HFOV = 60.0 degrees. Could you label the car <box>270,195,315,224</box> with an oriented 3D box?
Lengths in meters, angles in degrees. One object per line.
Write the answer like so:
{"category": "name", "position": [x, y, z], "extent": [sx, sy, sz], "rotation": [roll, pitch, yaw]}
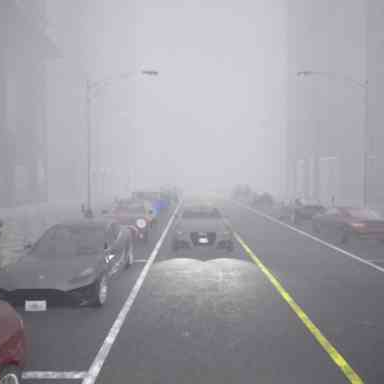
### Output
{"category": "car", "position": [6.075, 0.944, 18.624], "extent": [2.008, 1.369, 4.403], "rotation": [0, 2, 0]}

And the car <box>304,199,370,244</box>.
{"category": "car", "position": [6.086, 1.158, 12.992], "extent": [1.802, 1.307, 4.206], "rotation": [0, 2, 0]}

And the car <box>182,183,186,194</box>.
{"category": "car", "position": [-2.529, -0.326, 58.027], "extent": [1.887, 1.381, 4.507], "rotation": [0, 2, 0]}

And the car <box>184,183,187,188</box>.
{"category": "car", "position": [-2.551, -0.659, 69.295], "extent": [1.947, 1.339, 4.313], "rotation": [0, 2, 0]}

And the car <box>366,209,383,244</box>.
{"category": "car", "position": [6.098, 1.310, 7.358], "extent": [2.008, 1.369, 4.403], "rotation": [0, 2, 0]}

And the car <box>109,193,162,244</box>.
{"category": "car", "position": [-2.439, 1.011, 12.954], "extent": [1.967, 1.590, 4.097], "rotation": [0, 2, 0]}

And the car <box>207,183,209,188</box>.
{"category": "car", "position": [5.929, -1.375, 91.858], "extent": [2.008, 1.369, 4.403], "rotation": [0, 2, 0]}

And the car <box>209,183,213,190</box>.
{"category": "car", "position": [5.951, -1.133, 80.588], "extent": [1.967, 1.590, 4.097], "rotation": [0, 2, 0]}

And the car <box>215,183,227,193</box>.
{"category": "car", "position": [5.985, -0.523, 63.860], "extent": [1.752, 1.417, 4.829], "rotation": [0, 2, 0]}

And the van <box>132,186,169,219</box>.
{"category": "van", "position": [-2.450, 0.730, 18.585], "extent": [1.690, 1.788, 3.998], "rotation": [0, 2, 0]}

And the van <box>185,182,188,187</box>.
{"category": "van", "position": [-2.574, -1.237, 80.556], "extent": [1.690, 1.788, 3.998], "rotation": [0, 2, 0]}

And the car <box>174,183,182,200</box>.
{"category": "car", "position": [-2.484, 0.160, 35.484], "extent": [2.192, 1.841, 5.009], "rotation": [0, 2, 0]}

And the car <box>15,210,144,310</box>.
{"category": "car", "position": [-2.427, 1.320, 7.325], "extent": [1.947, 1.339, 4.313], "rotation": [0, 2, 0]}

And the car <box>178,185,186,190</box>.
{"category": "car", "position": [-2.585, -1.189, 86.197], "extent": [1.947, 1.339, 4.313], "rotation": [0, 2, 0]}

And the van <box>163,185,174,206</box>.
{"category": "van", "position": [-2.461, 0.548, 24.218], "extent": [1.690, 1.788, 3.998], "rotation": [0, 2, 0]}

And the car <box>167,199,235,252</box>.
{"category": "car", "position": [0.328, 1.174, 11.797], "extent": [1.994, 1.385, 4.181], "rotation": [0, 2, 0]}

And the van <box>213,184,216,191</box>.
{"category": "van", "position": [5.973, -0.879, 69.317], "extent": [1.690, 1.788, 3.998], "rotation": [0, 2, 0]}

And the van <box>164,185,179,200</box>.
{"category": "van", "position": [-2.495, 0.006, 41.118], "extent": [1.690, 1.788, 3.998], "rotation": [0, 2, 0]}

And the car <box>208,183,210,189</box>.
{"category": "car", "position": [5.940, -1.230, 86.394], "extent": [1.752, 1.417, 4.829], "rotation": [0, 2, 0]}

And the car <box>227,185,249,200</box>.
{"category": "car", "position": [6.030, -0.015, 41.149], "extent": [2.192, 1.841, 5.009], "rotation": [0, 2, 0]}

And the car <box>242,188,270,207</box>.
{"category": "car", "position": [6.053, 0.575, 29.890], "extent": [1.887, 1.381, 4.507], "rotation": [0, 2, 0]}

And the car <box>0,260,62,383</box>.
{"category": "car", "position": [-2.416, 1.520, 1.692], "extent": [1.802, 1.307, 4.206], "rotation": [0, 2, 0]}
